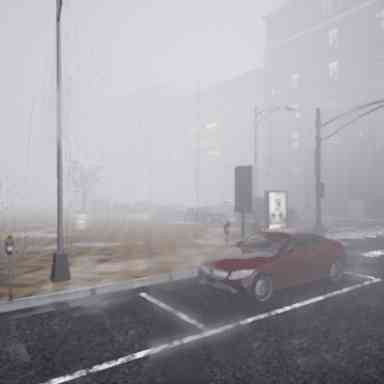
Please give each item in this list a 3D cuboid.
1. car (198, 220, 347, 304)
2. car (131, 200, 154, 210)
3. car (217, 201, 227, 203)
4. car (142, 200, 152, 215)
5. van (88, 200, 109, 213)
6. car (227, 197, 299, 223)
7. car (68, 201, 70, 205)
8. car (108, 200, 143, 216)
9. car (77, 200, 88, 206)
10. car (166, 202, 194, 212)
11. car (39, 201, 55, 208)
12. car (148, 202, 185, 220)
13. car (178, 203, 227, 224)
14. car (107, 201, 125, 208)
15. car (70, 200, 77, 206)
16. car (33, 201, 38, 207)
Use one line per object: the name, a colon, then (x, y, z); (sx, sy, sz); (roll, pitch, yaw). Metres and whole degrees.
car: (2.097, 1.578, 8.064); (4.206, 1.307, 1.802); (0, 0, -35)
car: (-8.290, 2.103, 55.457); (1.967, 1.590, 4.097); (-2, 0, -36)
car: (3.566, 1.809, 39.299); (1.967, 1.590, 4.097); (-2, 0, -36)
car: (-5.742, 1.882, 42.098); (2.097, 1.767, 4.553); (-1, -1, -36)
van: (-13.118, 2.024, 47.779); (1.690, 1.788, 3.998); (-2, 0, -36)
car: (5.679, 1.461, 26.302); (2.150, 2.045, 5.566); (-1, 1, -36)
car: (-31.155, 2.780, 87.029); (1.887, 1.381, 4.507); (-2, 0, -36)
car: (-8.196, 2.104, 40.895); (1.887, 1.381, 4.507); (-2, 0, -36)
car: (-24.625, 2.512, 78.008); (1.967, 1.590, 4.097); (-2, 0, -36)
car: (-1.693, 2.081, 46.480); (1.802, 1.307, 4.206); (-2, 0, -36)
car: (-31.410, 2.691, 73.093); (2.008, 1.369, 4.403); (-2, 0, -36)
car: (-2.116, 1.958, 32.421); (2.008, 1.369, 4.403); (-2, 0, -36)
car: (1.151, 1.877, 27.910); (2.008, 1.369, 4.403); (-2, 0, -36)
car: (-14.822, 2.408, 64.476); (1.802, 1.307, 4.206); (-2, 0, -36)
car: (-27.889, 2.719, 82.518); (1.947, 1.339, 4.313); (-2, 0, -36)
car: (-37.943, 2.849, 82.114); (1.887, 1.381, 4.507); (-2, 0, -36)
